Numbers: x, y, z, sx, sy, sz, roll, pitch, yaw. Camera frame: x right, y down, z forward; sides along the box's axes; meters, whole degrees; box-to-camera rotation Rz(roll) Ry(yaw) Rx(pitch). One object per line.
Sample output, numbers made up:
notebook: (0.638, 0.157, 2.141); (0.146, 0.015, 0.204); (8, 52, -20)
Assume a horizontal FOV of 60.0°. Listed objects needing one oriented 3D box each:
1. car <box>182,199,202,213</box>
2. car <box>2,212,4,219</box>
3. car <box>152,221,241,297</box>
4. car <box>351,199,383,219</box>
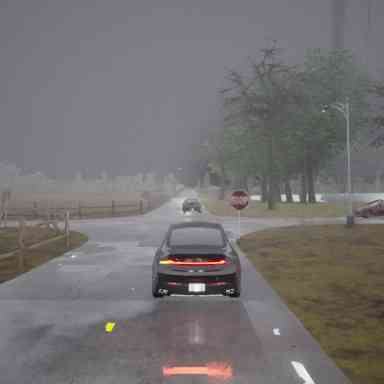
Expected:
car: (-0.010, 1.474, 35.965); (1.837, 1.490, 4.892); (-1, 0, -2)
car: (-15.395, 1.488, 22.610); (4.902, 1.511, 2.128); (0, -1, 1)
car: (0.095, 1.506, 8.532); (1.837, 1.490, 4.892); (0, 0, 0)
car: (14.618, 1.289, 25.685); (4.674, 1.442, 1.812); (-1, -1, 0)
